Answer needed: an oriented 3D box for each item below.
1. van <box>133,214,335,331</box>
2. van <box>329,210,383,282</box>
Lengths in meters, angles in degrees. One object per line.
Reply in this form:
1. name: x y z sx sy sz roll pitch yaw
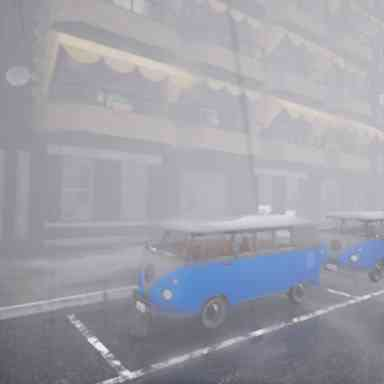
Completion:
1. van: 0.881 1.394 6.698 3.998 1.788 1.690 1 1 -35
2. van: 5.383 1.463 9.912 3.998 1.788 1.690 1 1 -35
